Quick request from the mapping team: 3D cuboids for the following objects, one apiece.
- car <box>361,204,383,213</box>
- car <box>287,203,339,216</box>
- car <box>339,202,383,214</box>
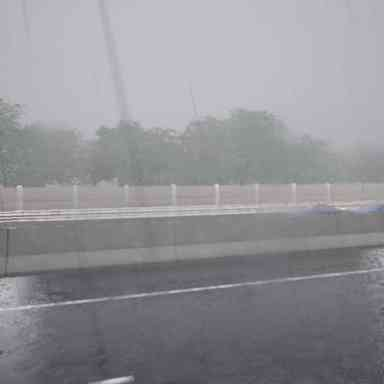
[{"bbox_3d":[13.807,1.619,21.642,4.718,1.301,1.895,-1,-1,-17],"label":"car"},{"bbox_3d":[10.275,1.699,27.873,4.674,1.442,1.812,-1,-1,-17],"label":"car"},{"bbox_3d":[14.188,1.535,25.431,5.008,1.535,1.882,-1,-1,-17],"label":"car"}]
